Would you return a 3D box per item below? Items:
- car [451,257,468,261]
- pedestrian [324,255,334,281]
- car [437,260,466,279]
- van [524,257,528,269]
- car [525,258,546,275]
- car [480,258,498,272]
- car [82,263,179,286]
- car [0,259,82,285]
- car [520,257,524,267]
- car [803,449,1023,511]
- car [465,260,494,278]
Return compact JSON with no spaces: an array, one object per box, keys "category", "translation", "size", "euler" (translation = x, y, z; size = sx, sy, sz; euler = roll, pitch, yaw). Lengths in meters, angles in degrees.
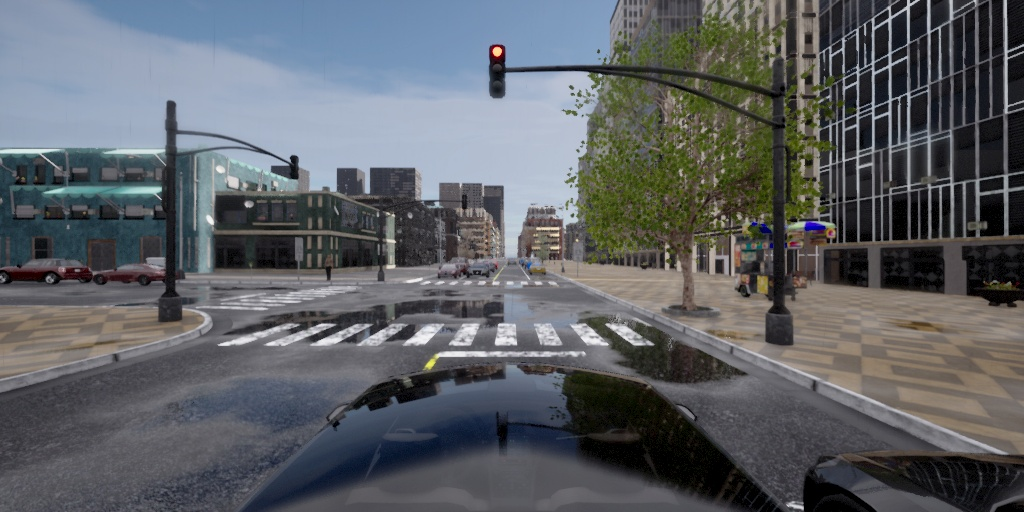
[{"category":"car","translation":[-5.679,1.059,38.460],"size":[2.192,1.841,5.009],"euler":[0,0,0]},{"category":"pedestrian","translation":[-12.742,0.783,24.916],"size":[0.375,1.860,0.375],"euler":[0,-1,-1]},{"category":"car","translation":[-5.680,1.327,32.909],"size":[1.802,1.307,4.207],"euler":[0,0,0]},{"category":"van","translation":[2.703,1.084,44.011],"size":[1.690,1.789,3.998],"euler":[0,0,0]},{"category":"car","translation":[2.702,1.269,38.630],"size":[1.751,1.417,4.829],"euler":[0,0,0]},{"category":"car","translation":[-3.086,1.307,43.782],"size":[1.994,1.385,4.181],"euler":[0,0,0]},{"category":"car","translation":[-22.815,1.085,21.828],"size":[4.207,1.307,1.802],"euler":[0,0,-1]},{"category":"car","translation":[-28.363,0.874,21.751],"size":[4.097,1.591,1.967],"euler":[0,0,-1]},{"category":"car","translation":[2.706,1.292,55.113],"size":[2.007,1.370,4.403],"euler":[0,0,0]},{"category":"car","translation":[2.691,1.316,0.431],"size":[1.948,1.339,4.313],"euler":[0,0,0]},{"category":"car","translation":[-3.089,1.309,33.733],"size":[1.994,1.385,4.181],"euler":[0,0,0]}]
